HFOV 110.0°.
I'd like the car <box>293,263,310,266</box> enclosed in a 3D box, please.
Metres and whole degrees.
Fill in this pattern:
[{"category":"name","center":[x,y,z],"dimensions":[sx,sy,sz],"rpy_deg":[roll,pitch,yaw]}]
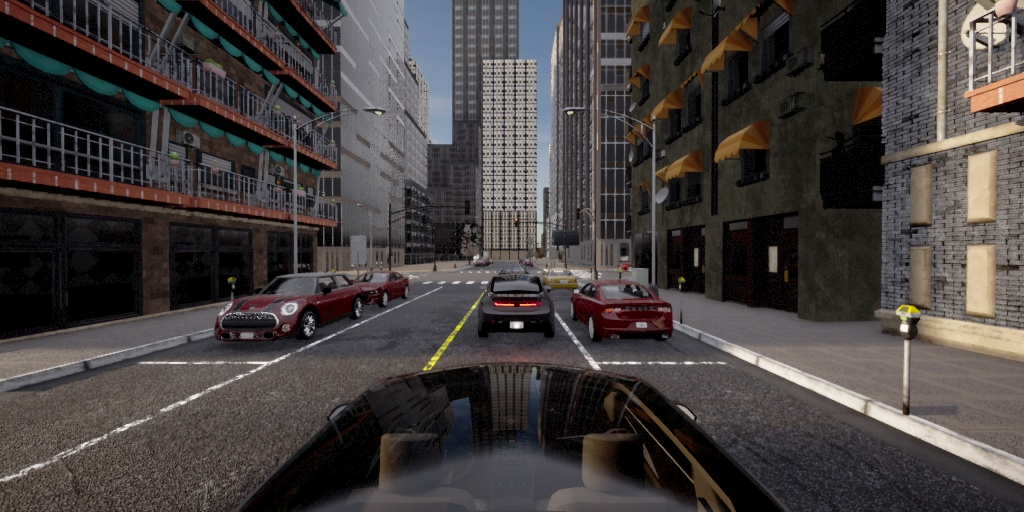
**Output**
[{"category":"car","center":[-23.806,1.495,39.550],"dimensions":[4.097,1.591,1.967],"rpy_deg":[0,0,0]}]

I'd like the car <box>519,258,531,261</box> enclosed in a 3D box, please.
[{"category":"car","center":[2.736,1.187,64.234],"dimensions":[1.967,1.591,4.097],"rpy_deg":[0,0,0]}]

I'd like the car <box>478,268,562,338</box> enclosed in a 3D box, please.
[{"category":"car","center":[0.106,1.254,10.212],"dimensions":[1.837,1.490,4.892],"rpy_deg":[0,0,0]}]

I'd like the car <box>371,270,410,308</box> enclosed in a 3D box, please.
[{"category":"car","center":[-5.682,1.293,15.205],"dimensions":[1.888,1.381,4.507],"rpy_deg":[0,0,0]}]

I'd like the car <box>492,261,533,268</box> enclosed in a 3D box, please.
[{"category":"car","center":[0.113,1.239,20.346],"dimensions":[2.128,1.511,4.902],"rpy_deg":[0,0,0]}]

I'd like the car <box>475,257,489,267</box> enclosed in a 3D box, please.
[{"category":"car","center":[-5.644,1.292,64.242],"dimensions":[1.888,1.381,4.507],"rpy_deg":[0,0,0]}]

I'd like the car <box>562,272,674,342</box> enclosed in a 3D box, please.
[{"category":"car","center":[2.695,1.294,9.661],"dimensions":[1.888,1.381,4.507],"rpy_deg":[0,0,0]}]

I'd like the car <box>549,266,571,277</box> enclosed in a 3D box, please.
[{"category":"car","center":[2.703,1.273,20.878],"dimensions":[1.751,1.417,4.829],"rpy_deg":[0,0,0]}]

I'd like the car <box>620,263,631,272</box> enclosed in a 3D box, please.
[{"category":"car","center":[14.291,1.006,39.842],"dimensions":[4.507,1.381,1.888],"rpy_deg":[0,0,0]}]

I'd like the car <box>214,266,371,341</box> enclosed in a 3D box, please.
[{"category":"car","center":[-5.686,1.189,9.682],"dimensions":[1.967,1.591,4.097],"rpy_deg":[0,0,0]}]
